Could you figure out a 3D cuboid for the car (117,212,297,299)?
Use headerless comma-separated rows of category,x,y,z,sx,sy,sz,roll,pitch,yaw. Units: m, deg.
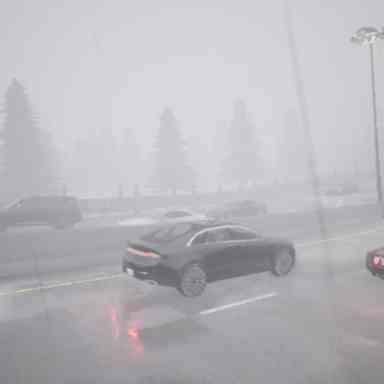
car,0.656,1.483,8.514,4.902,1.511,2.128,0,0,-35

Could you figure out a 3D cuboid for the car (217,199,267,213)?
car,3.178,1.270,23.454,4.892,1.490,1.837,-3,1,-35

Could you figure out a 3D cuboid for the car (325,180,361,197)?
car,16.984,-0.456,37.568,4.553,1.767,2.097,-8,5,-35

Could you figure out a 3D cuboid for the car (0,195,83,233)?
car,-9.128,1.221,18.976,5.566,2.045,2.150,0,0,-35

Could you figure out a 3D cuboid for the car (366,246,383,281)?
car,6.419,1.547,8.326,4.718,1.301,1.895,-1,1,-35

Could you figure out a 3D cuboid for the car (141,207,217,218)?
car,-1.307,1.501,15.955,4.674,1.442,1.812,-1,0,-35
